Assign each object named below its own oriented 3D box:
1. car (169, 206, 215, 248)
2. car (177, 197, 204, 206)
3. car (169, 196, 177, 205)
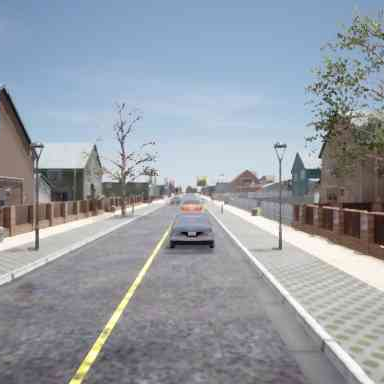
[{"bbox_3d":[0.000,1.566,14.653,2.033,1.411,5.357,0,0,0],"label":"car"},{"bbox_3d":[0.000,1.370,29.626,2.097,1.767,4.553,0,0,0],"label":"car"},{"bbox_3d":[-2.750,1.556,57.661,1.837,1.490,4.892,0,0,0],"label":"car"}]
